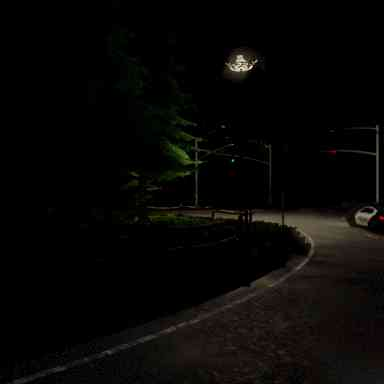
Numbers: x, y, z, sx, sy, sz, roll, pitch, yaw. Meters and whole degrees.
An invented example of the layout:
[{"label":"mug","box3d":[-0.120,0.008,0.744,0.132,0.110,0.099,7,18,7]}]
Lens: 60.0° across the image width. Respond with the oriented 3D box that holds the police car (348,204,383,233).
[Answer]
[{"label":"police car","box3d":[10.938,1.509,19.698,2.038,1.542,4.974,0,0,5]}]
